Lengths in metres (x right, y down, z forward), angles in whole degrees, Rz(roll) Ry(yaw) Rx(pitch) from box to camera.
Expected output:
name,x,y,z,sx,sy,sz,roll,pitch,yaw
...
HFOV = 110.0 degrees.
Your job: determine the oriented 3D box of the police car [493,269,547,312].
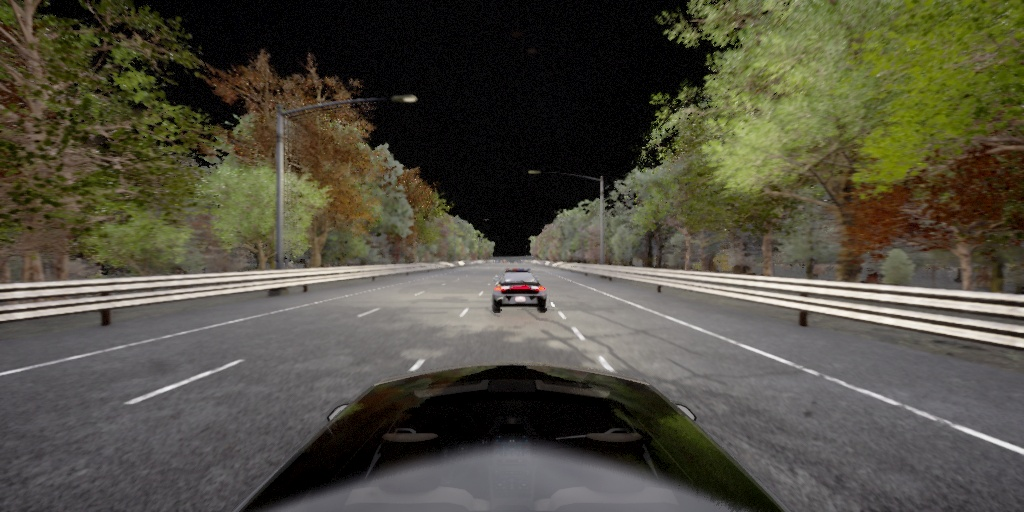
name,x,y,z,sx,sy,sz,roll,pitch,yaw
police car,0.239,1.314,14.766,2.038,1.542,4.974,0,0,-1
